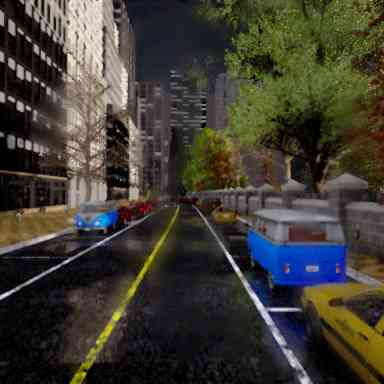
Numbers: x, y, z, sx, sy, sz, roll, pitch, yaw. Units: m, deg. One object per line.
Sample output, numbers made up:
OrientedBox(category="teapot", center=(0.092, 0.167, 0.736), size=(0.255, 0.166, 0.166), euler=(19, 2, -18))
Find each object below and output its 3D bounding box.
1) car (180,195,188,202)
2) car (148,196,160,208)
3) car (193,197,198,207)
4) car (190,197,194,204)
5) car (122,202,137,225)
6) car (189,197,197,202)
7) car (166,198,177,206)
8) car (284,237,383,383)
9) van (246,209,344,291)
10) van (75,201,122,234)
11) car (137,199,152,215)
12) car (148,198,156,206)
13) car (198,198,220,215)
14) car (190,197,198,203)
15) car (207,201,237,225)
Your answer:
OrientedBox(category="car", center=(-2.180, 1.711, 91.064), size=(2.097, 1.767, 4.553), euler=(0, 0, -2))
OrientedBox(category="car", center=(-6.245, 1.617, 53.062), size=(2.192, 1.841, 5.009), euler=(0, 0, -2))
OrientedBox(category="car", center=(1.606, 1.858, 58.959), size=(1.752, 1.417, 4.829), euler=(0, 0, -2))
OrientedBox(category="car", center=(0.769, 1.883, 73.329), size=(1.882, 1.535, 5.008), euler=(0, 0, -2))
OrientedBox(category="car", center=(-5.652, 1.695, 25.327), size=(1.887, 1.381, 4.507), euler=(0, 0, -1))
OrientedBox(category="car", center=(0.338, 2.063, 92.056), size=(1.947, 1.339, 4.313), euler=(0, 0, -2))
OrientedBox(category="car", center=(-3.890, 1.876, 63.571), size=(1.837, 1.490, 4.892), euler=(0, 0, -1))
OrientedBox(category="car", center=(2.558, 1.547, 3.503), size=(1.752, 1.417, 4.829), euler=(0, 0, 0))
OrientedBox(category="van", center=(2.535, 1.395, 8.879), size=(1.690, 1.788, 3.998), euler=(0, 0, 0))
OrientedBox(category="van", center=(-5.582, 1.459, 19.782), size=(1.690, 1.788, 3.998), euler=(0, 0, -1))
OrientedBox(category="car", center=(-5.840, 1.757, 36.421), size=(1.887, 1.381, 4.507), euler=(0, 0, -1))
OrientedBox(category="car", center=(-5.960, 1.824, 41.970), size=(1.802, 1.307, 4.206), euler=(0, 0, -1))
OrientedBox(category="car", center=(2.183, 1.527, 36.607), size=(2.192, 1.841, 5.009), euler=(0, 0, -1))
OrientedBox(category="car", center=(0.564, 2.052, 86.511), size=(1.802, 1.307, 4.206), euler=(0, 0, -2))
OrientedBox(category="car", center=(2.369, 1.676, 25.680), size=(1.752, 1.417, 4.829), euler=(0, 0, -1))
